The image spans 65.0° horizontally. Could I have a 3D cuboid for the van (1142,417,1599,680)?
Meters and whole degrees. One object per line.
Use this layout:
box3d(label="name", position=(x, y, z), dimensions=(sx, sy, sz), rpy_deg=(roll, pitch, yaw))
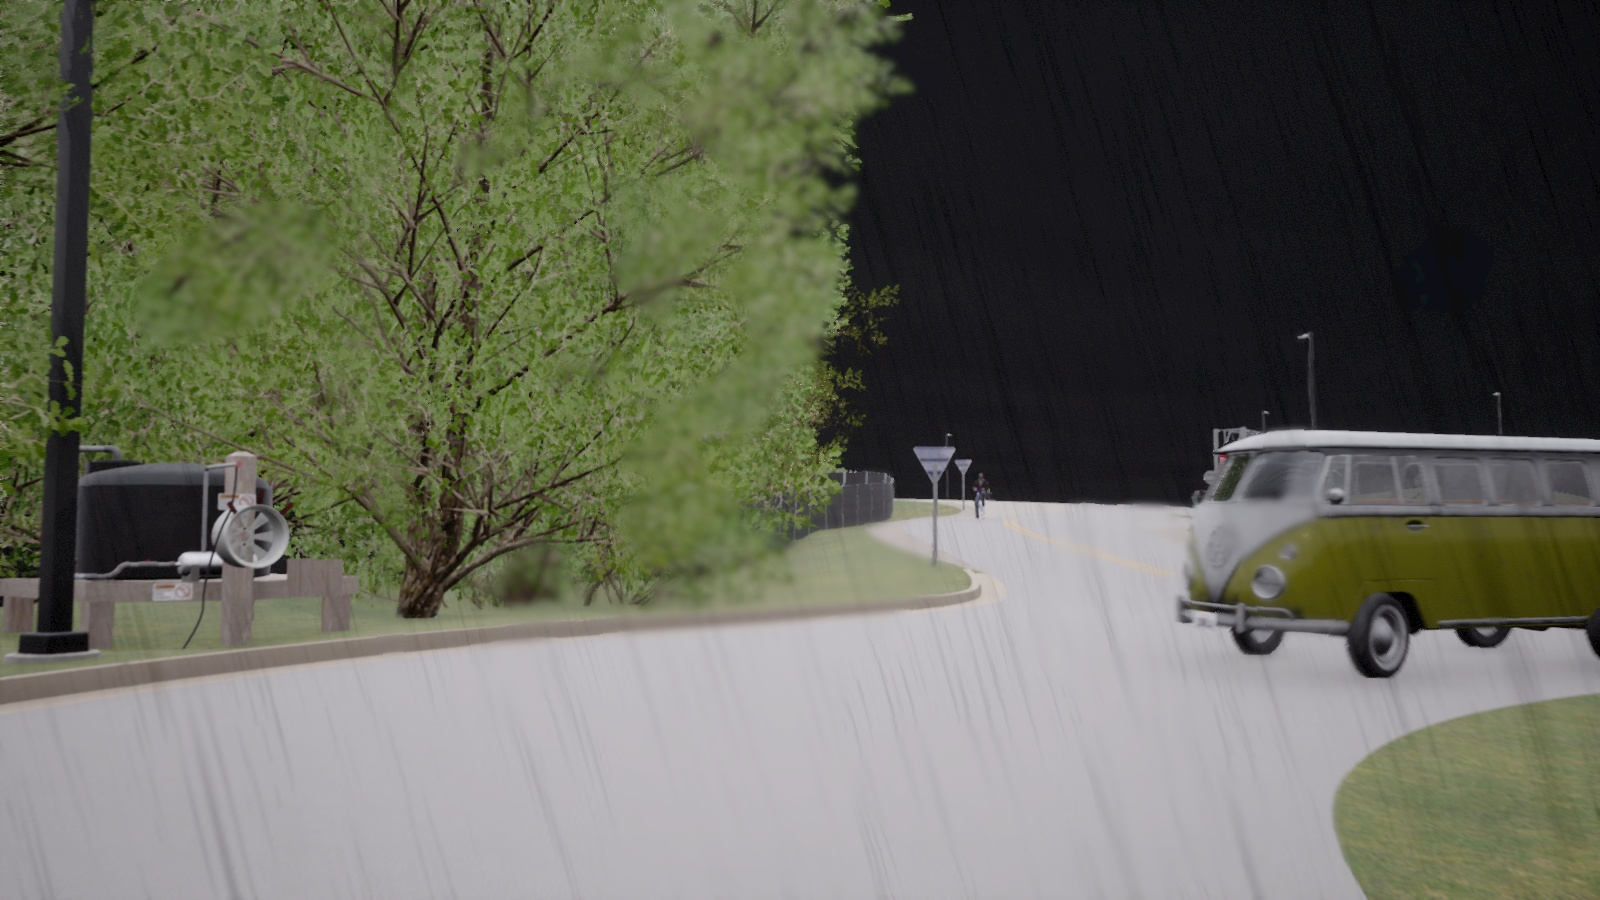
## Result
box3d(label="van", position=(5.453, 0.802, 11.065), dimensions=(4.442, 1.987, 1.775), rpy_deg=(1, -3, -18))
